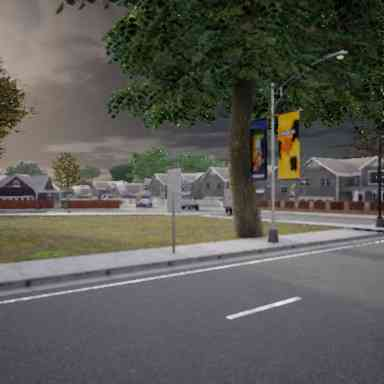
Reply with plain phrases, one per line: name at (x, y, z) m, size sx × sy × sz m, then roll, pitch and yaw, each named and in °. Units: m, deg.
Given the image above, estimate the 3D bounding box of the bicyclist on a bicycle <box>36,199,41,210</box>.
bicyclist on a bicycle at (-22.189, 1.853, 48.076) m, size 0.582 × 1.620 × 1.656 m, roll 0°, pitch 0°, yaw -5°

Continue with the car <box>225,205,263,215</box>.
car at (5.971, 2.021, 38.579) m, size 1.882 × 1.535 × 5.008 m, roll 0°, pitch -1°, yaw -35°

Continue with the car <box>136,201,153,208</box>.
car at (-9.357, 2.406, 65.220) m, size 1.812 × 1.442 × 4.674 m, roll 0°, pitch 0°, yaw -35°

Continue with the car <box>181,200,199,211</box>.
car at (-0.859, 2.050, 53.109) m, size 2.097 × 1.767 × 4.553 m, roll 0°, pitch -1°, yaw -35°
